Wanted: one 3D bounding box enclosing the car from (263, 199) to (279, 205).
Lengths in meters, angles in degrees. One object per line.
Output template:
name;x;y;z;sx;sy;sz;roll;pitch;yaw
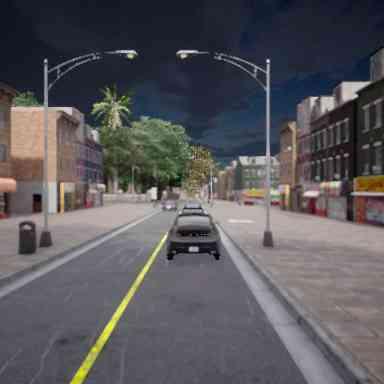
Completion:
car;17.254;2.104;70.717;4.097;1.590;1.967;1;0;0

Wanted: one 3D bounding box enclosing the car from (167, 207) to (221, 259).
car;0.069;1.562;12.878;1.837;1.490;4.892;0;0;0

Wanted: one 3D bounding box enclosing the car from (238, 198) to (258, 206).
car;11.820;2.043;70.717;4.097;1.590;1.967;1;0;0

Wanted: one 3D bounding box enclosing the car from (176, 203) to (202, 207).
car;0.066;1.636;27.947;2.128;1.511;4.902;0;0;0

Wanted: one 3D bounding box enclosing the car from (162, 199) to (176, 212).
car;-2.850;1.737;43.356;2.128;1.511;4.902;0;0;0
